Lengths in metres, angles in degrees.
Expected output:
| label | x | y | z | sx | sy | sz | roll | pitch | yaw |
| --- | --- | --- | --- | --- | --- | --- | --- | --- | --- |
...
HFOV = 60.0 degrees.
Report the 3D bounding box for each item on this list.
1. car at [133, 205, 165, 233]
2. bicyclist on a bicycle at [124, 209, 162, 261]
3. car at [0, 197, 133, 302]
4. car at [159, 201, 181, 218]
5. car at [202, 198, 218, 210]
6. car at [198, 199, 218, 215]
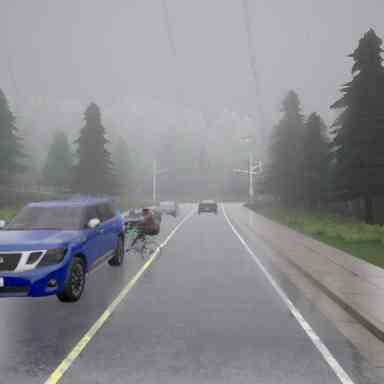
| label | x | y | z | sx | sy | sz | roll | pitch | yaw |
| --- | --- | --- | --- | --- | --- | --- | --- | --- | --- |
| car | -2.881 | 1.604 | 18.457 | 1.895 | 1.301 | 4.718 | 0 | 0 | 2 |
| bicyclist on a bicycle | -1.643 | 1.377 | 11.015 | 1.656 | 1.620 | 0.582 | 21 | -19 | -6 |
| car | -3.323 | 1.209 | 8.630 | 2.150 | 2.045 | 5.566 | -1 | 1 | 3 |
| car | -2.214 | 1.532 | 30.461 | 1.812 | 1.442 | 4.674 | 0 | 0 | 4 |
| car | 2.463 | 1.574 | 44.994 | 1.994 | 1.385 | 4.181 | 0 | 0 | 5 |
| car | 1.687 | 1.485 | 34.539 | 1.882 | 1.535 | 5.008 | 0 | 0 | 5 |
